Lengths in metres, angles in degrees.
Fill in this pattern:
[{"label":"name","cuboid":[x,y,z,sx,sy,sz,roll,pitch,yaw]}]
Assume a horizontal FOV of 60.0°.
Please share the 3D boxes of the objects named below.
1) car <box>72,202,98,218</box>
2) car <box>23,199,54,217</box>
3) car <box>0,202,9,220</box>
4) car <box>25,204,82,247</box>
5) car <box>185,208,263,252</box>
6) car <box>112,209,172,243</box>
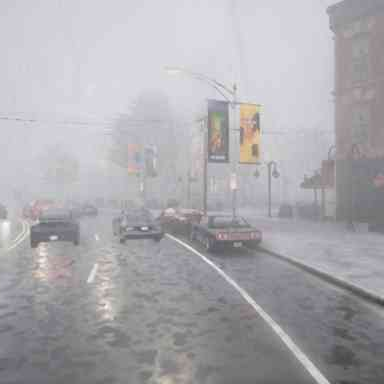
[{"label":"car","cuboid":[-10.345,1.569,30.899,1.994,1.385,4.181,0,0,-36]},{"label":"car","cuboid":[-13.155,1.363,28.812,2.097,1.767,4.553,0,0,-36]},{"label":"car","cuboid":[-16.492,1.557,27.436,1.837,1.490,4.892,0,0,-37]},{"label":"car","cuboid":[-6.080,1.513,15.079,1.837,1.490,4.892,0,0,-18]},{"label":"car","cuboid":[1.195,1.591,14.031,1.895,1.301,4.718,0,0,-12]},{"label":"car","cuboid":[-2.759,1.560,16.187,2.033,1.411,5.357,0,0,-18]}]
